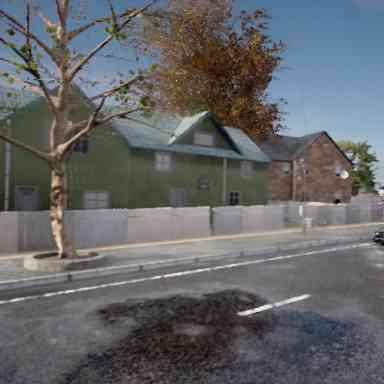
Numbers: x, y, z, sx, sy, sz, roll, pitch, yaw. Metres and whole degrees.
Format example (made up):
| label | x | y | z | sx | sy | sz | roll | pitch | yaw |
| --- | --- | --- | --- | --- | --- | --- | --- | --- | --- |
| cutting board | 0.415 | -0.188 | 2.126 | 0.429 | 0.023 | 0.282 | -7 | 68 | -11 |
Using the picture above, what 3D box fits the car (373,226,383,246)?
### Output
| label | x | y | z | sx | sy | sz | roll | pitch | yaw |
| --- | --- | --- | --- | --- | --- | --- | --- | --- | --- |
| car | 10.236 | 1.676 | 14.753 | 5.357 | 1.411 | 2.033 | 1 | 0 | -34 |
